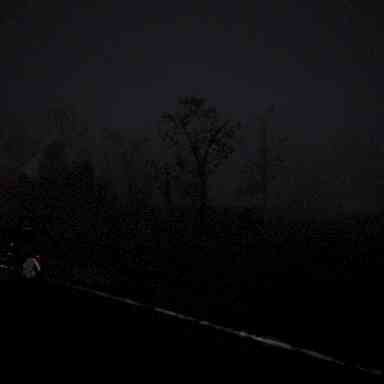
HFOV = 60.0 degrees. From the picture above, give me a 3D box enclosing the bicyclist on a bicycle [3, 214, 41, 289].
[{"bbox_3d":[-4.267,1.434,8.255,1.843,1.776,0.659,0,-1,37],"label":"bicyclist on a bicycle"}]
